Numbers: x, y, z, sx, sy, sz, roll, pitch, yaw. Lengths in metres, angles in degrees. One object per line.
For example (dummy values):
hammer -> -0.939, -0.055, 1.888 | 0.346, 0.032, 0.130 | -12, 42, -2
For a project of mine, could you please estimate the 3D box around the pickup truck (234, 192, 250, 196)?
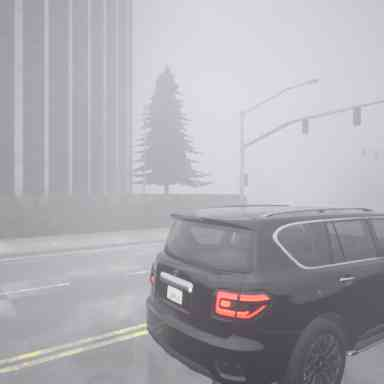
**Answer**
pickup truck -> 10.198, 1.058, 68.782 | 2.390, 2.098, 6.274 | 0, 0, -5

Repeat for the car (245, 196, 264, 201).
car -> 8.401, 1.564, 43.101 | 1.994, 1.385, 4.181 | 0, 0, -36

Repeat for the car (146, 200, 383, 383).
car -> 2.014, 1.221, 5.179 | 5.566, 2.045, 2.150 | 0, 0, -35
